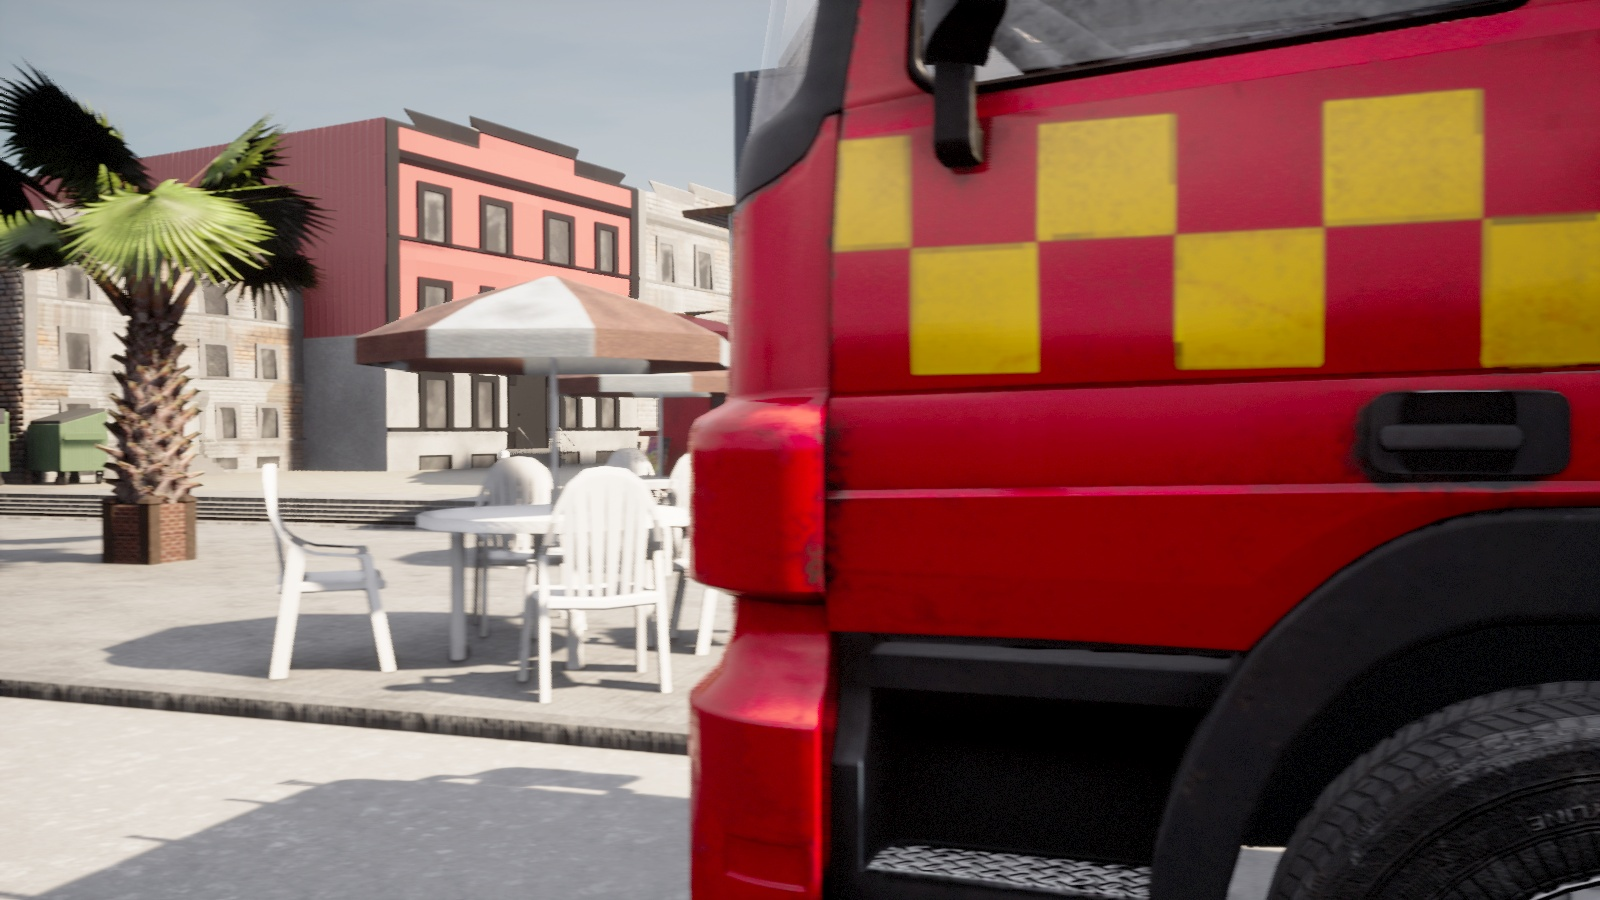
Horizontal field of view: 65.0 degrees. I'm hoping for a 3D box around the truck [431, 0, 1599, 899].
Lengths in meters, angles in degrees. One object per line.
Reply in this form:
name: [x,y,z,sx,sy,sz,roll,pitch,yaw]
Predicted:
truck: [3.764,-0.363,2.437,8.468,3.827,2.891,1,1,19]
